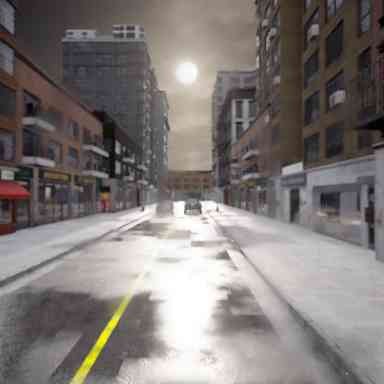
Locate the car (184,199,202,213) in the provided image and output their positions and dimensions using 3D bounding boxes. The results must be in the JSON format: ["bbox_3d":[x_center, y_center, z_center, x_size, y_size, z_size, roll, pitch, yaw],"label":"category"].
[{"bbox_3d":[0.108,1.596,41.242,2.097,1.767,4.553,0,0,0],"label":"car"}]

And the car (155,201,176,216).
[{"bbox_3d":[-2.811,1.713,35.810,1.837,1.490,4.892,0,-1,0],"label":"car"}]

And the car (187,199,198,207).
[{"bbox_3d":[0.115,1.971,58.280,1.895,1.301,4.718,0,0,0],"label":"car"}]
